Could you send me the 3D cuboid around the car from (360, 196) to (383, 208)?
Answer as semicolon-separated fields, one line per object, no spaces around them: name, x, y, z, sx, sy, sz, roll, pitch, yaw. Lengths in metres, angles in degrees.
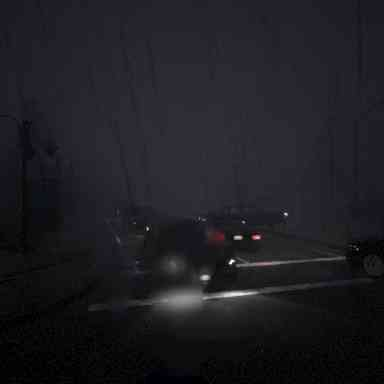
car;23.953;1.274;43.138;1.845;1.501;3.633;0;0;-17

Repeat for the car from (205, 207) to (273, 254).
car;1.354;1.538;13.390;2.033;1.411;5.357;0;0;-4

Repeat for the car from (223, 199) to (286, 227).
car;2.856;1.467;19.896;5.357;1.411;2.033;-3;1;-15

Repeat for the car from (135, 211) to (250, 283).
car;-0.371;1.543;10.098;2.033;1.411;5.357;0;0;-15

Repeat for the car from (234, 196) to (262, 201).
car;7.412;1.288;46.134;2.007;1.523;4.514;0;0;-17

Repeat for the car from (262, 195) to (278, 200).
car;10.402;1.278;47.086;2.152;1.636;5.027;0;0;-17

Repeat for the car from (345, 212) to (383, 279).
car;6.522;1.475;8.224;5.008;1.535;1.882;0;0;40

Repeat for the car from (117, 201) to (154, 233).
car;-3.089;1.529;19.937;2.033;1.411;5.357;0;0;-17

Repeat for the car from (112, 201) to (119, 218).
car;-6.233;1.515;30.094;2.033;1.411;5.357;0;0;-17

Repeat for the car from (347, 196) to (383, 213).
car;15.622;1.356;29.164;1.970;1.475;3.806;0;0;-17
